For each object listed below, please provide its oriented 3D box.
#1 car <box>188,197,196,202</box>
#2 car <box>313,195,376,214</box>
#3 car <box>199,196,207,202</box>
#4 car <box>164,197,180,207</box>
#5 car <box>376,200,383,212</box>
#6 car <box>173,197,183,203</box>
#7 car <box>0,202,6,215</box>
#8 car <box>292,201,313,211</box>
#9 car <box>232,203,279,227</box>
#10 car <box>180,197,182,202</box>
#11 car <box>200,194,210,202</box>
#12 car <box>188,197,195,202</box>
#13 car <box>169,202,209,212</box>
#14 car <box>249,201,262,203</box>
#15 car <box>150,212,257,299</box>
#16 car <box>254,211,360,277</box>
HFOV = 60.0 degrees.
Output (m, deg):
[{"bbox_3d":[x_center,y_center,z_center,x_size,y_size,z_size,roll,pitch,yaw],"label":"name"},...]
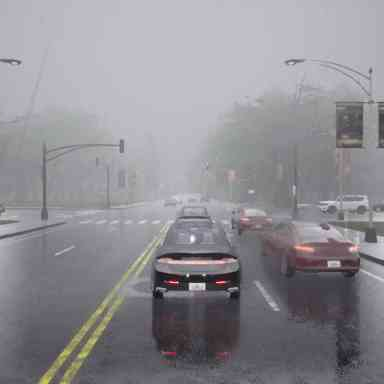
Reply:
[{"bbox_3d":[-0.081,1.892,82.464,1.882,1.535,5.008,0,-1,0],"label":"car"},{"bbox_3d":[17.070,1.398,37.512,5.566,2.045,2.150,0,0,-1],"label":"car"},{"bbox_3d":[3.157,1.951,92.921,2.033,1.411,5.357,0,-1,0],"label":"car"},{"bbox_3d":[-3.398,1.713,53.671,2.033,1.411,5.357,0,0,0],"label":"car"},{"bbox_3d":[23.958,1.694,40.817,5.008,1.535,1.882,0,0,0],"label":"car"},{"bbox_3d":[-3.331,1.930,81.301,2.128,1.511,4.902,0,-1,0],"label":"car"},{"bbox_3d":[-20.171,1.224,30.493,5.566,2.045,2.150,0,0,-1],"label":"car"},{"bbox_3d":[14.826,1.772,40.736,4.718,1.301,1.895,0,0,0],"label":"car"},{"bbox_3d":[3.342,1.555,18.947,1.812,1.442,4.674,0,0,1],"label":"car"},{"bbox_3d":[-3.318,1.804,69.208,1.812,1.442,4.674,0,-1,0],"label":"car"},{"bbox_3d":[3.169,1.641,82.534,2.150,2.045,5.566,0,-1,0],"label":"car"},{"bbox_3d":[-0.093,1.964,92.918,1.994,1.385,4.181,0,-1,0],"label":"car"},{"bbox_3d":[0.084,1.517,17.829,2.128,1.511,4.902,0,0,0],"label":"car"},{"bbox_3d":[6.960,1.670,34.884,4.181,1.385,1.994,1,0,10],"label":"car"},{"bbox_3d":[0.092,1.496,8.421,2.128,1.511,4.902,0,0,0],"label":"car"},{"bbox_3d":[3.336,1.532,10.138,1.812,1.442,4.674,0,0,0],"label":"car"}]
